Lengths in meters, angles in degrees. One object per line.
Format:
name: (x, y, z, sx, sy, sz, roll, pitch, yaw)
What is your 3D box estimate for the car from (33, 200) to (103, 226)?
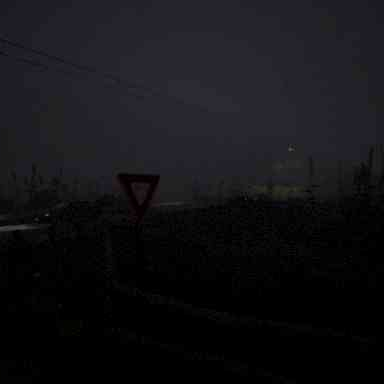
car: (-8.088, 1.297, 22.093, 1.812, 1.442, 4.674, 0, 2, 37)
